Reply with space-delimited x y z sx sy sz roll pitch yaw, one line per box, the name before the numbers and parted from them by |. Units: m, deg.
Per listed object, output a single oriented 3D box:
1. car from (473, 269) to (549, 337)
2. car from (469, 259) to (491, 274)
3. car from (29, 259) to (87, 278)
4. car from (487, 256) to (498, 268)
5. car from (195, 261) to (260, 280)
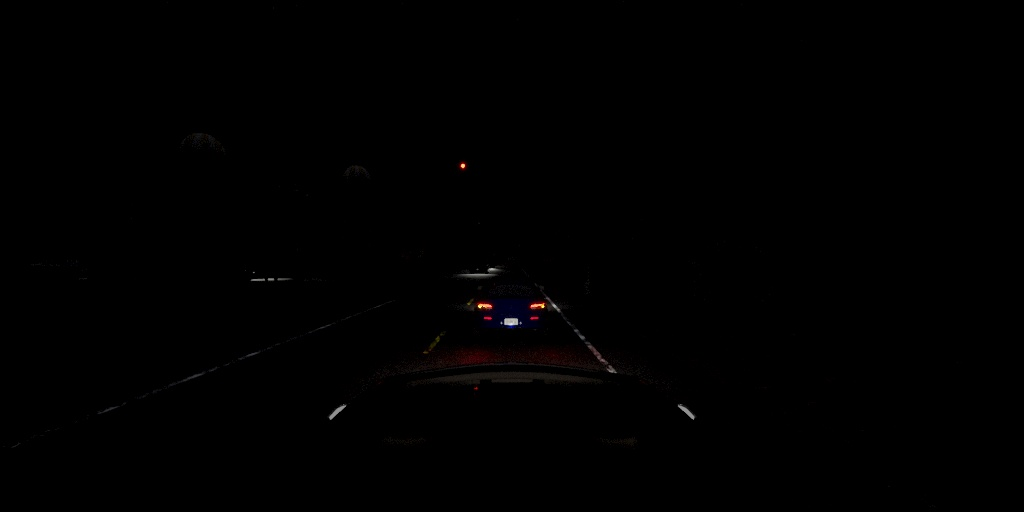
car | -0.030 1.274 10.165 1.812 1.442 4.674 0 0 0
car | -3.758 1.290 40.748 1.994 1.385 4.181 0 0 0
car | -35.074 0.960 28.309 4.674 1.442 1.812 1 0 0
car | -3.810 1.194 57.617 2.128 1.511 4.902 0 0 0
car | -22.458 1.118 28.429 4.181 1.385 1.994 1 0 0
